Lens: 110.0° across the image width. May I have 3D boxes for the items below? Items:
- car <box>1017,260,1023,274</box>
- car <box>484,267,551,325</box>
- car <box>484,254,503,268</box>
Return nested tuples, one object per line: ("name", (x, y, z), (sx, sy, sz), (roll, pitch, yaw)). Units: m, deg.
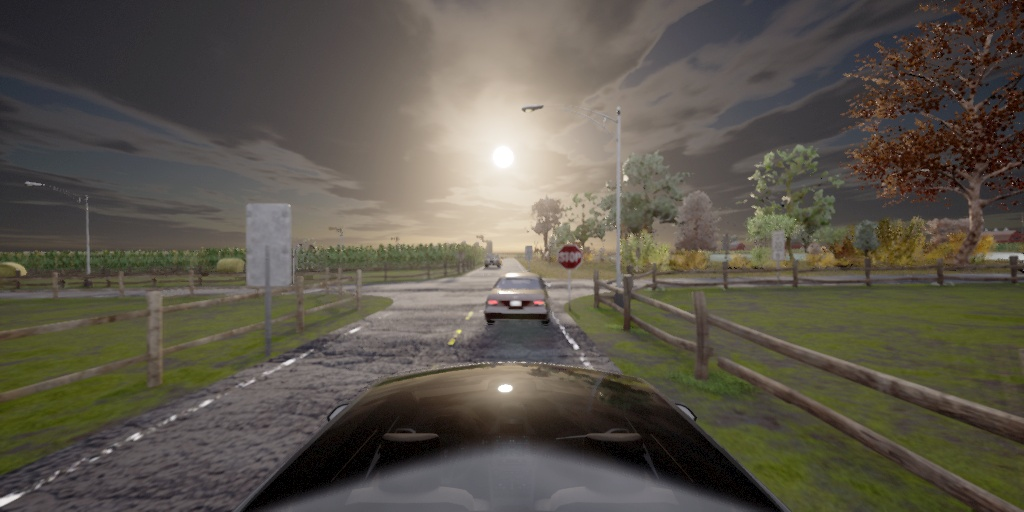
("car", (36.762, 0.471, 23.784), (4.892, 1.490, 1.837), (-1, 0, 1))
("car", (0.288, 1.243, 11.638), (2.033, 1.411, 5.357), (0, 0, 4))
("car", (-2.874, 0.733, 53.479), (2.150, 2.045, 5.566), (0, 0, 0))
